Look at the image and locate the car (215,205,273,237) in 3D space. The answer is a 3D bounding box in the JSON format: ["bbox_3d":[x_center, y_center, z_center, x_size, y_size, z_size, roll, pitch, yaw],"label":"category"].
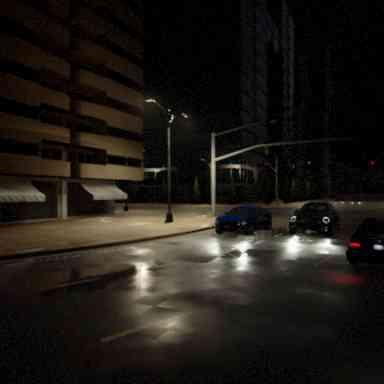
[{"bbox_3d":[3.083,1.522,18.894,1.882,1.535,5.008,0,0,32],"label":"car"}]

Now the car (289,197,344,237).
[{"bbox_3d":[6.853,1.378,18.337,2.097,1.767,4.553,0,0,30],"label":"car"}]

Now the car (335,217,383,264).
[{"bbox_3d":[6.522,1.555,11.125,2.033,1.411,5.357,0,0,35],"label":"car"}]

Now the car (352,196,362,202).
[{"bbox_3d":[37.717,1.589,76.156,1.812,1.442,4.674,0,0,28],"label":"car"}]

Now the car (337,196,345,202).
[{"bbox_3d":[34.626,1.607,77.797,1.812,1.442,4.674,0,0,28],"label":"car"}]
